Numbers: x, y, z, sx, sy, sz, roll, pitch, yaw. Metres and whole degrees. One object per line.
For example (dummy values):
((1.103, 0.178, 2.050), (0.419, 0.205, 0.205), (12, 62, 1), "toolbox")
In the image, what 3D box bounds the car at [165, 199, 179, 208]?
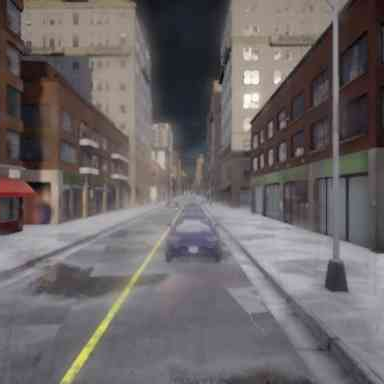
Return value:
((-3.072, 1.791, 53.475), (1.812, 1.442, 4.674), (0, -1, 0), "car")

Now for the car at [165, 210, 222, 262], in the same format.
((0.041, 1.583, 12.187), (1.812, 1.442, 4.674), (0, -1, 0), "car")

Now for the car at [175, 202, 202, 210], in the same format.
((0.022, 1.668, 25.419), (2.033, 1.411, 5.357), (0, 0, 0), "car")
